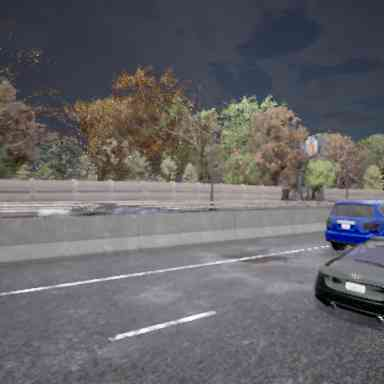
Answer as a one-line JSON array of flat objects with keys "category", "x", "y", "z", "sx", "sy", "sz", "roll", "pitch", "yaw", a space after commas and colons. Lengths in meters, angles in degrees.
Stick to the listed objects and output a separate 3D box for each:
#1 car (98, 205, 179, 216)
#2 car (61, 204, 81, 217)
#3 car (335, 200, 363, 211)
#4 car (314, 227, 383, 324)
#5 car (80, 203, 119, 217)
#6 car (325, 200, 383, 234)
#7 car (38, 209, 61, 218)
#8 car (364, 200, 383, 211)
[{"category": "car", "x": -2.374, "y": 1.643, "z": 19.494, "sx": 5.357, "sy": 1.411, "sz": 2.033, "roll": 1, "pitch": 0, "yaw": -35}, {"category": "car", "x": -6.815, "y": 1.595, "z": 24.925, "sx": 4.892, "sy": 1.490, "sz": 1.837, "roll": 1, "pitch": 0, "yaw": -35}, {"category": "car", "x": 24.274, "y": 2.025, "z": 51.338, "sx": 4.892, "sy": 1.490, "sz": 1.837, "roll": 0, "pitch": 0, "yaw": -35}, {"category": "car", "x": 4.462, "y": 1.642, "z": 6.928, "sx": 4.181, "sy": 1.385, "sz": 1.994, "roll": 1, "pitch": 0, "yaw": -35}, {"category": "car", "x": -4.338, "y": 1.643, "z": 22.392, "sx": 5.357, "sy": 1.411, "sz": 2.033, "roll": 1, "pitch": 0, "yaw": -35}, {"category": "car", "x": 7.731, "y": 1.366, "z": 13.558, "sx": 5.566, "sy": 2.045, "sz": 2.150, "roll": 1, "pitch": 0, "yaw": -35}, {"category": "car", "x": -9.873, "y": 1.678, "z": 27.042, "sx": 4.718, "sy": 1.301, "sz": 1.895, "roll": 1, "pitch": 0, "yaw": -35}, {"category": "car", "x": 27.907, "y": 2.047, "z": 49.629, "sx": 4.892, "sy": 1.490, "sz": 1.837, "roll": 0, "pitch": 0, "yaw": -35}]
